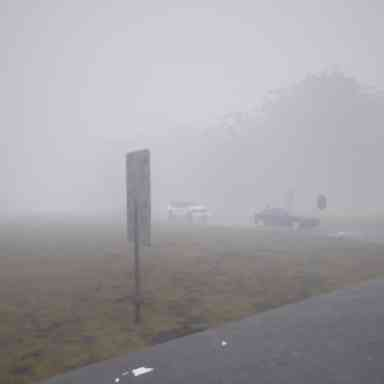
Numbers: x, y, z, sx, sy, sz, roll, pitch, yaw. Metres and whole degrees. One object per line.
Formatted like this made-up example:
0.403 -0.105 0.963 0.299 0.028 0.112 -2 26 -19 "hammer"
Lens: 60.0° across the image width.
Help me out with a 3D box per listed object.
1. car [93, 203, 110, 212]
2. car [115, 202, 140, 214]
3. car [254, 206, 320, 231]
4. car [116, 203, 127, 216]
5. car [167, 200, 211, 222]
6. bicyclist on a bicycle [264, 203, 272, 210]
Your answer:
-16.947 2.867 61.960 1.882 1.535 5.008 -1 -1 -35 "car"
-10.264 2.438 52.556 2.097 1.767 4.553 -1 -1 -35 "car"
6.627 1.796 23.635 1.882 1.535 5.008 -1 -1 -35 "car"
-8.517 2.450 45.045 1.837 1.490 4.892 -1 -1 -35 "car"
-0.463 1.821 33.651 2.150 2.045 5.566 -1 -1 -36 "car"
7.528 1.871 32.716 1.656 1.620 0.582 0 -1 -35 "bicyclist on a bicycle"
